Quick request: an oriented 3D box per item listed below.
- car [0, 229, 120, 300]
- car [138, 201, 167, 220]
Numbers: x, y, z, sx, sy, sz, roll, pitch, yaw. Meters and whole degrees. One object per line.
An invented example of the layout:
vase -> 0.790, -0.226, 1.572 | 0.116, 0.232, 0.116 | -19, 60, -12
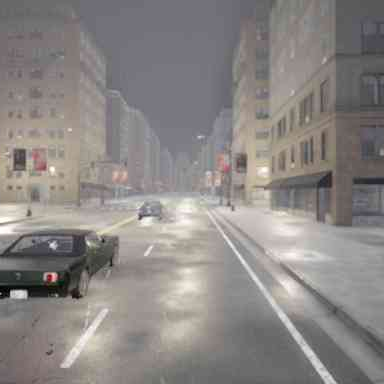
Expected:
car -> -3.150, 1.571, 8.283 | 1.895, 1.301, 4.718 | 0, 0, 0
car -> -3.147, 1.442, 26.851 | 2.033, 1.411, 5.357 | 0, 0, 0
